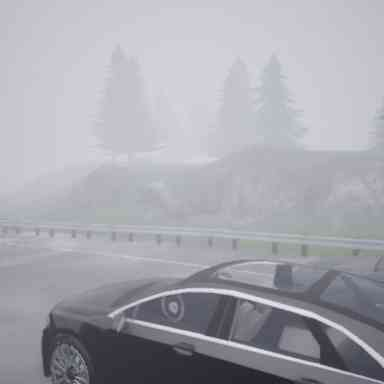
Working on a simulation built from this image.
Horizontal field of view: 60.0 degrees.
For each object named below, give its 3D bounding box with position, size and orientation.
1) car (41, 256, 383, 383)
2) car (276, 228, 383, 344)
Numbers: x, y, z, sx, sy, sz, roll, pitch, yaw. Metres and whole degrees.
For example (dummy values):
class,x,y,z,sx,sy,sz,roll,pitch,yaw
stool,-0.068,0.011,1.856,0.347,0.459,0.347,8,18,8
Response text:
class,x,y,z,sx,sy,sz,roll,pitch,yaw
car,0.460,1.475,3.335,4.902,1.511,2.128,0,0,34
car,4.243,1.503,5.059,5.357,1.411,2.033,0,0,36
